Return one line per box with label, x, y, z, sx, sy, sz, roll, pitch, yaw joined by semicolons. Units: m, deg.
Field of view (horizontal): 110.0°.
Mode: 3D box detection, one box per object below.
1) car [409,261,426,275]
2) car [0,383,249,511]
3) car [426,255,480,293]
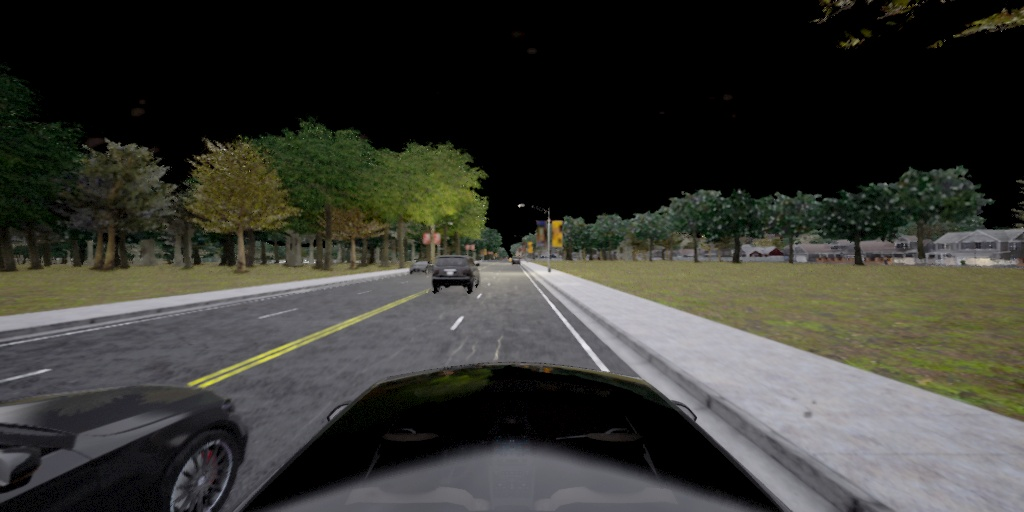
car;-9.843;1.268;39.315;1.837;1.490;4.892;0;0;0
car;-3.149;1.275;1.084;1.812;1.442;4.674;0;0;0
car;-3.151;0.975;20.911;2.150;2.045;5.566;0;0;0
